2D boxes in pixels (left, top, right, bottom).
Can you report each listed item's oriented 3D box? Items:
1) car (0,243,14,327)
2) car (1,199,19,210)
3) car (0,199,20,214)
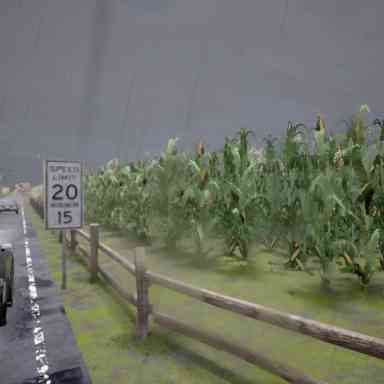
[{"bbox_3d":[-4.598,1.561,6.466,1.994,1.385,4.181,0,0,-27],"label":"car"},{"bbox_3d":[-23.648,1.587,43.349,1.895,1.301,4.718,0,0,-27],"label":"car"},{"bbox_3d":[-19.051,1.535,34.573,2.033,1.411,5.357,0,0,-27],"label":"car"}]
